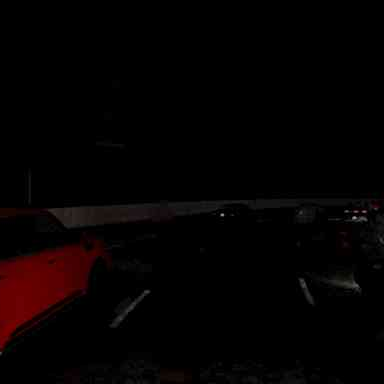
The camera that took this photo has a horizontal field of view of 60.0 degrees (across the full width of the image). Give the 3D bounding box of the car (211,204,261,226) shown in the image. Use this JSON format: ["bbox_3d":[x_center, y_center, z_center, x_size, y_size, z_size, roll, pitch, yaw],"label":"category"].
[{"bbox_3d":[3.214,1.525,23.587,2.033,1.411,5.357,0,0,30],"label":"car"}]

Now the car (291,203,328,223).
[{"bbox_3d":[9.161,1.572,25.775,1.994,1.385,4.181,0,0,34],"label":"car"}]

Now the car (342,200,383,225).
[{"bbox_3d":[12.237,1.521,24.168,2.128,1.511,4.902,0,0,35],"label":"car"}]

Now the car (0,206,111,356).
[{"bbox_3d":[-3.059,1.195,4.822,2.150,2.045,5.566,0,0,7],"label":"car"}]

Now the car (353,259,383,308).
[{"bbox_3d":[4.110,1.563,4.843,2.033,1.411,5.357,0,0,9],"label":"car"}]
